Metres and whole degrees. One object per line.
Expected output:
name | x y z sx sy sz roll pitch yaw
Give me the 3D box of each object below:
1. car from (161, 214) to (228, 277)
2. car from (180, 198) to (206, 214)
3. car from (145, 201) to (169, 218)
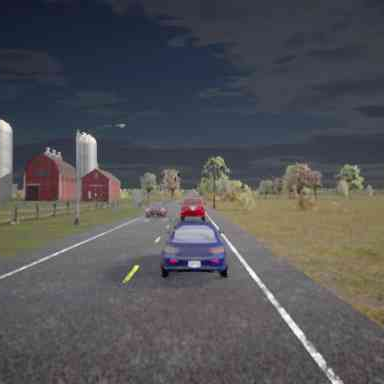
car | 0.076 1.648 10.565 1.812 1.442 4.674 0 -1 0
car | 0.092 1.570 31.060 2.150 2.045 5.566 0 -1 0
car | -3.597 1.740 34.816 2.097 1.767 4.553 0 -1 0
